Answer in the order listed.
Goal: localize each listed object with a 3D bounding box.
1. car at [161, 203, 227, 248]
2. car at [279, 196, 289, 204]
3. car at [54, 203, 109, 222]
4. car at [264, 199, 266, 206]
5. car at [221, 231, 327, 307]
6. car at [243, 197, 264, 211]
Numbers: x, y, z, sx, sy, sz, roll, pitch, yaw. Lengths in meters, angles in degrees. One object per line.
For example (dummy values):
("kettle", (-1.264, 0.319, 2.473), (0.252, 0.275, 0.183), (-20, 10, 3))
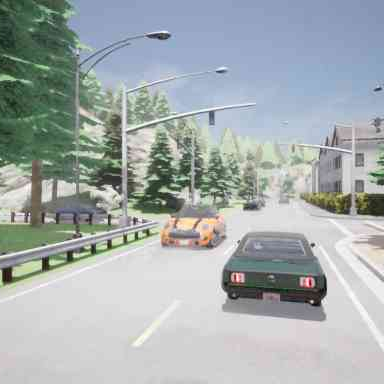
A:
("car", (0.243, 1.352, 14.806), (2.097, 1.767, 4.553), (0, 0, 14))
("car", (17.596, 1.547, 63.512), (2.033, 1.411, 5.357), (0, 0, 16))
("car", (-8.636, 1.579, 26.005), (4.181, 1.385, 1.994), (0, 0, 15))
("car", (10.261, 1.491, 51.035), (2.128, 1.511, 4.902), (0, 0, 16))
("car", (2.021, 1.601, 8.106), (1.895, 1.301, 4.718), (0, 0, 15))
("car", (7.486, 1.601, 41.228), (1.895, 1.301, 4.718), (0, 0, 16))
